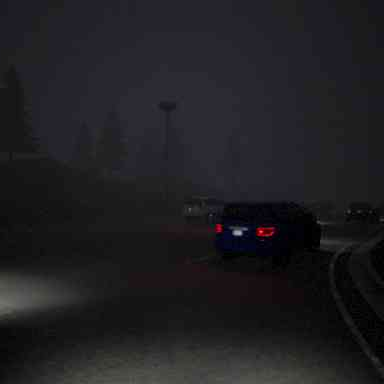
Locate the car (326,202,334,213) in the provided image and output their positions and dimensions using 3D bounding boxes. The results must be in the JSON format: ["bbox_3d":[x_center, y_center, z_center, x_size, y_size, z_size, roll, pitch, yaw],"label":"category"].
[{"bbox_3d":[17.511,2.002,44.471,2.033,1.411,5.357,0,-1,36],"label":"car"}]

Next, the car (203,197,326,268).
[{"bbox_3d":[2.919,1.334,12.072,2.150,2.045,5.566,0,0,36],"label":"car"}]

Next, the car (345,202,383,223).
[{"bbox_3d":[14.812,1.668,28.678,2.097,1.767,4.553,0,-1,36],"label":"car"}]

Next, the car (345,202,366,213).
[{"bbox_3d":[22.089,2.088,44.852,1.895,1.301,4.718,0,-1,36],"label":"car"}]

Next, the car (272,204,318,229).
[{"bbox_3d":[7.814,1.748,24.917,1.837,1.490,4.892,0,0,36],"label":"car"}]

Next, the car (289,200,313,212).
[{"bbox_3d":[15.725,1.948,47.989,1.882,1.535,5.008,0,-1,36],"label":"car"}]

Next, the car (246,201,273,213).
[{"bbox_3d":[9.110,1.967,44.764,1.994,1.385,4.181,0,-1,36],"label":"car"}]

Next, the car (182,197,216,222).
[{"bbox_3d":[1.397,1.446,27.977,2.150,2.045,5.566,0,-1,36],"label":"car"}]
